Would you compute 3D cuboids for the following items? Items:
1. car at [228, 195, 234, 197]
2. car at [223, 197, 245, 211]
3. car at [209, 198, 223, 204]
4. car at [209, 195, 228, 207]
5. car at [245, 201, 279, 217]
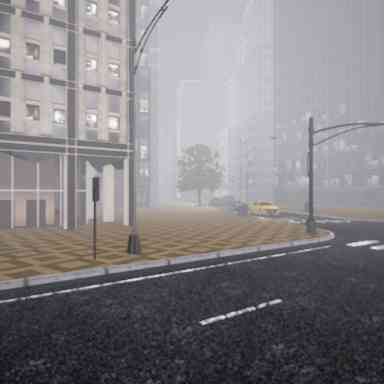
[{"bbox_3d":[6.707,1.648,63.397,2.150,2.045,5.566,0,0,-8],"label":"car"},{"bbox_3d":[6.053,1.823,44.789,2.033,1.411,5.357,0,0,-7],"label":"car"},{"bbox_3d":[5.342,1.952,73.691,2.033,1.411,5.357,0,-1,-8],"label":"car"},{"bbox_3d":[4.333,1.735,57.907,2.097,1.767,4.553,0,-1,-7],"label":"car"},{"bbox_3d":[7.412,1.673,34.545,1.882,1.535,5.008,0,0,-8],"label":"car"}]
